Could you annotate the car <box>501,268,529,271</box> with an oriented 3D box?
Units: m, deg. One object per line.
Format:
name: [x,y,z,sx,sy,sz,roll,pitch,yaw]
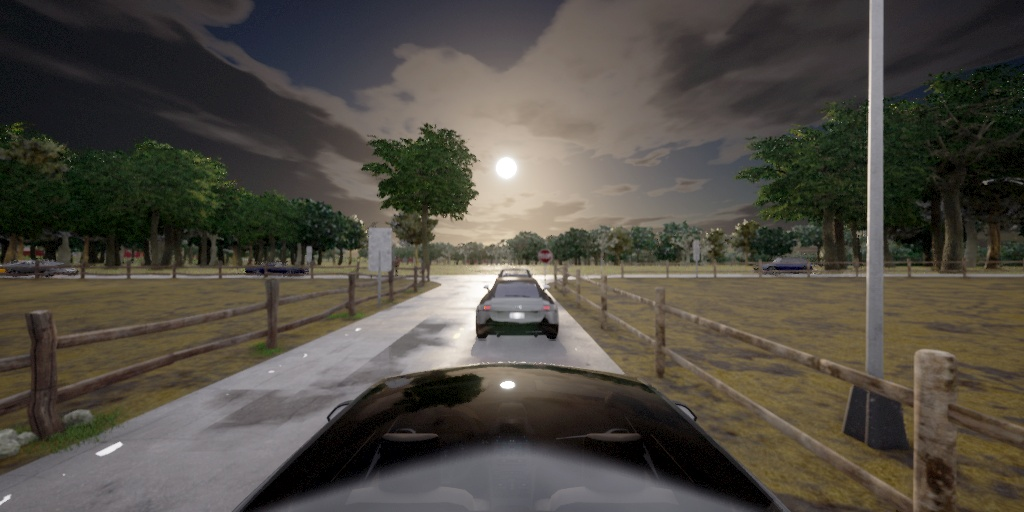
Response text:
car: [0.180,1.278,18.689,1.895,1.301,4.718,0,0,2]

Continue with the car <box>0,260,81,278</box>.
car: [-40.990,1.111,31.472,4.902,1.511,2.128,0,-1,0]

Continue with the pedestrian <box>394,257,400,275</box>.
pedestrian: [-11.990,1.016,37.329,0.375,1.860,0.375,0,-1,0]

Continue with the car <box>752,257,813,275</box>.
car: [25.410,0.887,33.848,4.553,1.767,2.097,0,-1,4]

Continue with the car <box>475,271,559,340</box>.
car: [0.125,1.269,9.861,1.994,1.385,4.181,0,0,0]

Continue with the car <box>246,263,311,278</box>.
car: [-20.323,1.227,31.377,4.718,1.301,1.895,0,-1,0]
